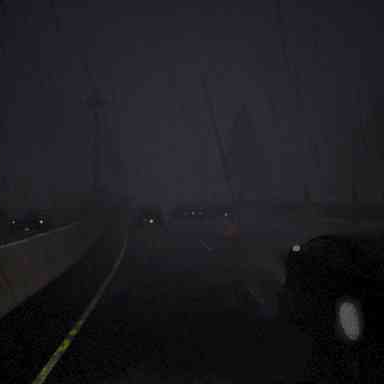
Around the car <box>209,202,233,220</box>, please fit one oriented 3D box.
[{"bbox_3d":[2.229,1.707,30.728,1.837,1.490,4.892,0,0,-16],"label":"car"}]

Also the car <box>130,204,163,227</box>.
[{"bbox_3d":[-3.284,1.685,24.438,1.837,1.490,4.892,0,0,-14],"label":"car"}]

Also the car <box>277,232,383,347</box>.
[{"bbox_3d":[3.189,1.511,6.449,1.882,1.535,5.008,0,0,-4],"label":"car"}]

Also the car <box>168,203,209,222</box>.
[{"bbox_3d":[-0.600,1.742,28.177,2.033,1.411,5.357,0,0,-16],"label":"car"}]

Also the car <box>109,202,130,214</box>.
[{"bbox_3d":[-8.894,1.908,40.657,1.895,1.301,4.718,0,0,-24],"label":"car"}]
